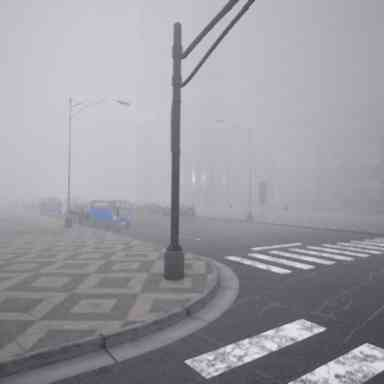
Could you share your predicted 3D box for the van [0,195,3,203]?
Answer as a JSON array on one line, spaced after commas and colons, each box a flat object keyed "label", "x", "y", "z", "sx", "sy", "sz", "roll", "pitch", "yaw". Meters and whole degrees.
[{"label": "van", "x": -46.682, "y": 1.604, "z": 79.918, "sx": 1.690, "sy": 1.788, "sz": 3.998, "roll": 1, "pitch": -1, "yaw": -35}]

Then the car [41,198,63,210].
[{"label": "car", "x": -19.687, "y": 1.646, "z": 46.521, "sx": 1.837, "sy": 1.490, "sz": 4.892, "roll": 1, "pitch": -1, "yaw": -35}]

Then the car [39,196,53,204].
[{"label": "car", "x": -33.330, "y": 1.799, "z": 75.807, "sx": 1.967, "sy": 1.590, "sz": 4.097, "roll": 1, "pitch": -1, "yaw": -35}]

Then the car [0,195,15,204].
[{"label": "car", "x": -37.020, "y": 1.722, "z": 66.241, "sx": 1.752, "sy": 1.417, "sz": 4.829, "roll": 1, "pitch": -1, "yaw": -35}]

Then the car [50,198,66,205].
[{"label": "car", "x": -26.950, "y": 1.867, "z": 66.783, "sx": 2.008, "sy": 1.369, "sz": 4.403, "roll": 1, "pitch": -1, "yaw": -35}]

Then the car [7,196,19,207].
[{"label": "car", "x": -27.553, "y": 1.683, "z": 52.843, "sx": 2.008, "sy": 1.369, "sz": 4.403, "roll": 1, "pitch": -1, "yaw": -35}]

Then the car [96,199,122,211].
[{"label": "car", "x": -11.096, "y": 1.735, "z": 44.366, "sx": 1.752, "sy": 1.417, "sz": 4.829, "roll": 1, "pitch": -1, "yaw": -35}]

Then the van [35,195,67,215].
[{"label": "van", "x": -14.797, "y": 1.388, "z": 34.797, "sx": 1.690, "sy": 1.788, "sz": 3.998, "roll": 1, "pitch": -1, "yaw": -35}]

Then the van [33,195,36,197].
[{"label": "van", "x": -36.519, "y": 1.722, "z": 80.318, "sx": 1.690, "sy": 1.788, "sz": 3.998, "roll": 1, "pitch": -1, "yaw": -35}]

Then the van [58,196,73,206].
[{"label": "van", "x": -23.758, "y": 1.636, "z": 62.274, "sx": 1.690, "sy": 1.788, "sz": 3.998, "roll": 1, "pitch": -1, "yaw": -35}]

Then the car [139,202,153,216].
[{"label": "car", "x": -4.617, "y": 1.711, "z": 35.205, "sx": 1.887, "sy": 1.381, "sz": 4.507, "roll": 1, "pitch": -1, "yaw": -35}]

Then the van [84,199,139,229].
[{"label": "van", "x": -5.232, "y": 1.326, "z": 21.261, "sx": 1.690, "sy": 1.788, "sz": 3.998, "roll": 1, "pitch": -1, "yaw": -35}]

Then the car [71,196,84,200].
[{"label": "car", "x": -17.379, "y": 1.796, "z": 53.249, "sx": 1.887, "sy": 1.381, "sz": 4.507, "roll": 1, "pitch": -1, "yaw": -35}]

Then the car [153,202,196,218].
[{"label": "car", "x": -1.427, "y": 1.691, "z": 30.693, "sx": 1.887, "sy": 1.381, "sz": 4.507, "roll": 1, "pitch": -1, "yaw": -35}]

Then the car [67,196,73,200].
[{"label": "car", "x": -20.567, "y": 1.588, "z": 57.763, "sx": 2.192, "sy": 1.841, "sz": 5.009, "roll": 1, "pitch": -1, "yaw": -35}]

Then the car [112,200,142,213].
[{"label": "car", "x": -7.807, "y": 1.732, "z": 39.716, "sx": 1.887, "sy": 1.381, "sz": 4.507, "roll": 1, "pitch": -1, "yaw": -35}]

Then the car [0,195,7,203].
[{"label": "car", "x": -43.493, "y": 1.556, "z": 75.406, "sx": 2.192, "sy": 1.841, "sz": 5.009, "roll": 1, "pitch": -1, "yaw": -35}]

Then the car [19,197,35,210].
[{"label": "car", "x": -21.176, "y": 1.672, "z": 43.819, "sx": 1.802, "sy": 1.307, "sz": 4.206, "roll": 1, "pitch": -1, "yaw": -35}]

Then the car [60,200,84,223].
[{"label": "car", "x": -8.422, "y": 1.550, "z": 25.771, "sx": 1.887, "sy": 1.381, "sz": 4.507, "roll": 1, "pitch": -1, "yaw": -35}]
